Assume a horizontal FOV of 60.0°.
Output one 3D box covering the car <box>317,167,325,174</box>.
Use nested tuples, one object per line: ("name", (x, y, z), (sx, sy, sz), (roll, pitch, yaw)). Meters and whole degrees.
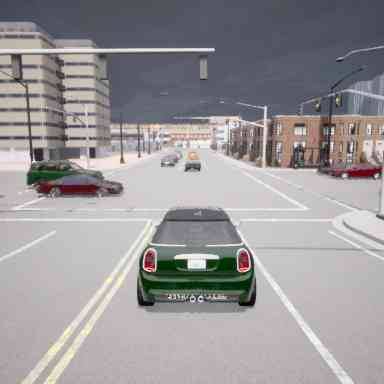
("car", (16.397, -2.507, 35.746), (5.357, 1.411, 2.033), (0, 8, 0))

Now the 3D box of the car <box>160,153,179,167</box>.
("car", (-3.509, -4.511, 48.846), (2.128, 1.511, 4.902), (0, 8, 1))

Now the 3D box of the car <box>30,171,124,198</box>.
("car", (-7.279, -0.422, 21.821), (5.357, 1.411, 2.033), (0, 8, 0))

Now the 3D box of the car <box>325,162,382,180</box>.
("car", (16.050, -2.059, 32.268), (5.008, 1.535, 1.882), (0, 8, 0))

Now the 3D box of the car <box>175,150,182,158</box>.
("car", (-3.367, -7.255, 67.478), (1.812, 1.442, 4.674), (0, 8, 1))

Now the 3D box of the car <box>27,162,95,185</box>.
("car", (-9.566, -1.261, 25.249), (5.566, 2.045, 2.150), (0, 8, 0))

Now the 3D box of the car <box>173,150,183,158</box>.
("car", (-3.335, -8.926, 77.528), (2.097, 1.767, 4.553), (0, 8, 0))

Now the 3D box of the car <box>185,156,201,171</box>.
("car", (0.148, -3.450, 42.463), (1.895, 1.301, 4.718), (0, 8, 2))

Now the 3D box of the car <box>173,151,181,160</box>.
("car", (-3.456, -5.917, 58.183), (1.882, 1.535, 5.008), (0, 9, 0))

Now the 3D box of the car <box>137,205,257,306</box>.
("car", (0.092, 1.076, 7.648), (2.097, 1.767, 4.553), (0, 4, 0))

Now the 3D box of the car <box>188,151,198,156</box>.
("car", (0.179, -7.882, 70.514), (2.097, 1.767, 4.553), (0, 8, 0))
